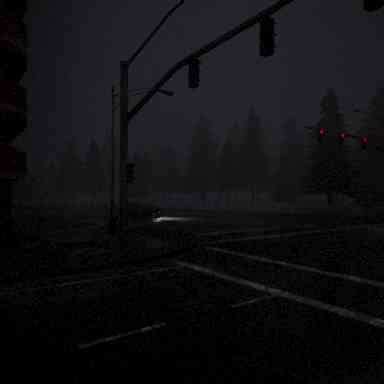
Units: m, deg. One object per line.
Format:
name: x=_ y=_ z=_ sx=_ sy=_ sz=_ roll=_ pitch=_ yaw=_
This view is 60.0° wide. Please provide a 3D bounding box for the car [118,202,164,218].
car: x=-4.568 y=1.561 z=29.765 sx=4.181 sy=1.385 sz=1.994 roll=0 pitch=0 yaw=29
